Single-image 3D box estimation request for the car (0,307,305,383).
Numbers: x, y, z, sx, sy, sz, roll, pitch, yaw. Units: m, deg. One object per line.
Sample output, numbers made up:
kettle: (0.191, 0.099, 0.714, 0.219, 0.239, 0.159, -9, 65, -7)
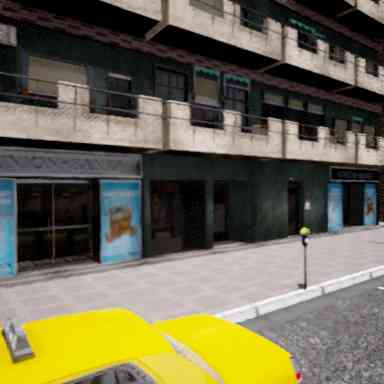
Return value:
car: (-1.305, 1.524, 1.945, 4.829, 1.417, 1.752, -1, 1, -35)
